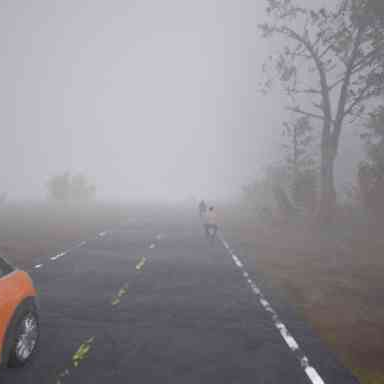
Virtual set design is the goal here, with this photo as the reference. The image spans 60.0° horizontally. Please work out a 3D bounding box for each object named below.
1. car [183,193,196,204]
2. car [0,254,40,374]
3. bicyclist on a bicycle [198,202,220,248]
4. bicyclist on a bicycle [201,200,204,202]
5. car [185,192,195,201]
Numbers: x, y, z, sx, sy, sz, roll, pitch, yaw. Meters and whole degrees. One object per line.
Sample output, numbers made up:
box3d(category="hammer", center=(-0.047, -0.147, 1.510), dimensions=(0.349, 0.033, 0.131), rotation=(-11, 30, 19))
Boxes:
box3d(category="car", center=(-0.272, 1.241, 58.009), dimensions=(1.812, 1.442, 4.674), rotation=(0, 0, 0))
box3d(category="car", center=(-3.118, 1.338, 2.621), dimensions=(2.097, 1.767, 4.553), rotation=(0, 0, 0))
box3d(category="bicyclist on a bicycle", center=(0.772, 1.368, 13.411), dimensions=(0.866, 1.612, 1.509), rotation=(-1, 0, -1))
box3d(category="bicyclist on a bicycle", center=(0.686, 1.347, 21.597), dimensions=(0.582, 1.620, 1.656), rotation=(0, 0, 0))
box3d(category="car", center=(-0.468, 0.995, 73.665), dimensions=(2.097, 1.767, 4.553), rotation=(0, 0, 0))
